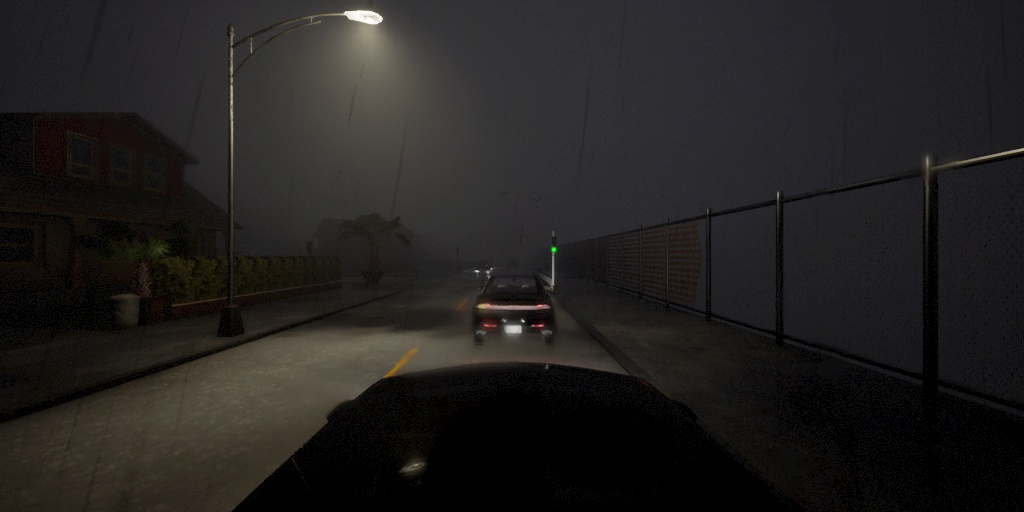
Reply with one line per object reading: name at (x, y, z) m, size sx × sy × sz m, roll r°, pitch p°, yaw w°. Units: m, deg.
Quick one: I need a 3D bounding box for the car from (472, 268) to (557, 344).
car at (0.063, 1.242, 9.546) m, size 2.128 × 1.511 × 4.902 m, roll 0°, pitch 0°, yaw 0°

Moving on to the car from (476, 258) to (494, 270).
car at (-4.090, 1.255, 51.820) m, size 1.837 × 1.490 × 4.892 m, roll 0°, pitch 0°, yaw 0°

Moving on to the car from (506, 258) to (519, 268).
car at (0.105, 1.254, 60.506) m, size 1.837 × 1.490 × 4.892 m, roll 0°, pitch 0°, yaw 0°

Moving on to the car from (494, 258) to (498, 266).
car at (-4.070, 1.297, 61.685) m, size 2.033 × 1.411 × 5.357 m, roll 0°, pitch 0°, yaw 0°
